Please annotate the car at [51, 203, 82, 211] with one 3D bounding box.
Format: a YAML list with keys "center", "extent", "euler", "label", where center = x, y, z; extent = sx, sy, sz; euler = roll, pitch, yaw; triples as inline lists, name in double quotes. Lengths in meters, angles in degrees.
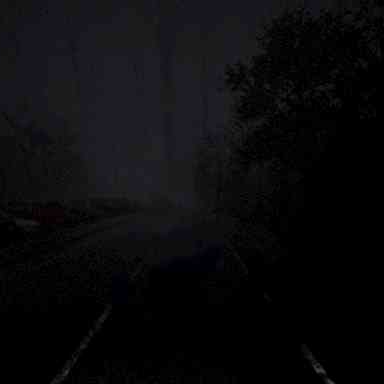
- center: [-23.279, 2.760, 62.019]
  extent: [5.008, 1.535, 2.097]
  euler: [0, -2, 0]
  label: "car"

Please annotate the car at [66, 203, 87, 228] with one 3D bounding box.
- center: [-10.292, 1.766, 23.056]
  extent: [5.008, 1.535, 2.097]
  euler: [0, -1, 0]
  label: "car"

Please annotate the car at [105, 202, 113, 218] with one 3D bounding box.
- center: [-10.272, 1.939, 31.383]
  extent: [4.674, 1.452, 2.002]
  euler: [0, -1, 0]
  label: "car"

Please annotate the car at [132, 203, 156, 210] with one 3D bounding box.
- center: [-10.158, 3.054, 70.212]
  extent: [4.792, 1.488, 2.163]
  euler: [0, -2, 0]
  label: "car"

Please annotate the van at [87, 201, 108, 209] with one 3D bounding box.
- center: [-23.135, 3.159, 81.423]
  extent: [4.442, 1.987, 1.878]
  euler: [0, -2, 0]
  label: "van"

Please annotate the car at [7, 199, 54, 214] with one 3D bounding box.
- center: [-23.286, 2.061, 48.058]
  extent: [5.566, 2.045, 2.435]
  euler: [0, -2, 0]
  label: "car"

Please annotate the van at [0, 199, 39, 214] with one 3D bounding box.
- center: [-23.437, 1.998, 45.289]
  extent: [4.442, 1.987, 1.878]
  euler: [0, -2, 0]
  label: "van"

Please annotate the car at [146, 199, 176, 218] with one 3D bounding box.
- center: [-3.290, 1.768, 36.493]
  extent: [2.150, 2.045, 5.566]
  euler: [0, -1, 0]
  label: "car"

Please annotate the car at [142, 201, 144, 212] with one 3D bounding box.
- center: [-10.197, 2.277, 50.794]
  extent: [4.553, 1.767, 2.185]
  euler: [0, -2, 0]
  label: "car"

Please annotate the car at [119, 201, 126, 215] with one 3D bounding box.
- center: [-10.287, 2.017, 36.941]
  extent: [4.792, 1.488, 2.163]
  euler: [0, -1, 0]
  label: "car"

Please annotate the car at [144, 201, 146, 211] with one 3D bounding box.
- center: [-10.191, 2.366, 53.569]
  extent: [4.553, 1.767, 2.185]
  euler: [0, -2, 0]
  label: "car"

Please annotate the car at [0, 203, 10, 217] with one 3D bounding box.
- center: [-23.342, 1.989, 37.119]
  extent: [5.008, 1.535, 2.097]
  euler: [0, -1, 0]
  label: "car"

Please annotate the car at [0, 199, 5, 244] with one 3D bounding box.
- center: [-10.282, 1.338, 11.957]
  extent: [5.566, 2.045, 2.435]
  euler: [0, -1, 0]
  label: "car"

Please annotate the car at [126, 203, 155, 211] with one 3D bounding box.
- center: [-10.014, 2.844, 64.663]
  extent: [5.366, 1.575, 1.946]
  euler: [0, -2, 0]
  label: "car"

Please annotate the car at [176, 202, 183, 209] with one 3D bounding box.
- center: [-3.189, 3.140, 78.095]
  extent: [1.812, 1.442, 4.674]
  euler: [0, -2, 0]
  label: "car"

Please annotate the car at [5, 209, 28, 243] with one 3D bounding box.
- center: [-10.334, 1.663, 14.729]
  extent: [4.792, 1.488, 2.163]
  euler: [0, -1, 0]
  label: "car"

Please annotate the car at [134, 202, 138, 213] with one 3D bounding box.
- center: [-10.243, 2.264, 45.239]
  extent: [4.674, 1.452, 2.002]
  euler: [0, -2, 0]
  label: "car"

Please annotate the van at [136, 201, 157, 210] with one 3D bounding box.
- center: [-10.292, 2.977, 75.770]
  extent: [4.442, 1.987, 1.878]
  euler: [0, -2, 0]
  label: "van"

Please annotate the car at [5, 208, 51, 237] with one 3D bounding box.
- center: [-10.301, 1.717, 17.504]
  extent: [4.674, 1.452, 2.002]
  euler: [0, -1, 0]
  label: "car"

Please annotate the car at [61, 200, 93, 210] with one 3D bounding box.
- center: [-23.245, 2.687, 67.565]
  extent: [5.566, 2.045, 2.435]
  euler: [0, -2, 0]
  label: "car"

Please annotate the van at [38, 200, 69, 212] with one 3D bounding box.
- center: [-23.413, 2.353, 56.364]
  extent: [4.442, 1.987, 1.878]
  euler: [0, -2, 0]
  label: "van"

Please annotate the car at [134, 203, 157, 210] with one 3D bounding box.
- center: [-10.152, 3.143, 72.987]
  extent: [4.792, 1.488, 2.163]
  euler: [0, -2, 0]
  label: "car"

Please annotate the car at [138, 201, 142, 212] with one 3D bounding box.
- center: [-10.229, 2.313, 48.015]
  extent: [5.008, 1.535, 2.097]
  euler: [0, -2, 0]
  label: "car"

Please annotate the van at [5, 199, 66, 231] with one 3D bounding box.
- center: [-10.410, 1.496, 20.284]
  extent: [4.442, 1.987, 1.878]
  euler: [0, -1, 0]
  label: "van"

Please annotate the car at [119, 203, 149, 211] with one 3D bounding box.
- center: [-10.205, 2.670, 59.114]
  extent: [4.892, 1.521, 2.231]
  euler: [0, -2, 0]
  label: "car"

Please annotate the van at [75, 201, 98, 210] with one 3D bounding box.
- center: [-23.144, 2.890, 73.101]
  extent: [4.442, 1.987, 1.878]
  euler: [0, -2, 0]
  label: "van"

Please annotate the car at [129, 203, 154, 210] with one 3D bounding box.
- center: [-10.164, 2.965, 67.438]
  extent: [4.792, 1.488, 2.163]
  euler: [0, -2, 0]
  label: "car"

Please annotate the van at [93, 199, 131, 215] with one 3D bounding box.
- center: [-10.129, 1.910, 42.473]
  extent: [4.442, 1.987, 1.878]
  euler: [0, -2, 0]
  label: "van"

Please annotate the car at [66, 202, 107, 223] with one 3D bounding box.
- center: [-10.245, 1.884, 28.606]
  extent: [4.792, 1.488, 2.163]
  euler: [0, -1, 0]
  label: "car"

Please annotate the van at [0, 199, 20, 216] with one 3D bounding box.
- center: [-23.215, 1.820, 39.743]
  extent: [4.442, 1.987, 1.878]
  euler: [0, -1, 0]
  label: "van"

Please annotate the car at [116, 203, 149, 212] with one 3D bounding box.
- center: [-10.031, 2.577, 56.339]
  extent: [5.366, 1.575, 1.946]
  euler: [0, -2, 0]
  label: "car"

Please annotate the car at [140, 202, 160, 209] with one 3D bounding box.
- center: [-10.195, 3.257, 81.314]
  extent: [4.553, 1.767, 2.185]
  euler: [0, -2, 0]
  label: "car"

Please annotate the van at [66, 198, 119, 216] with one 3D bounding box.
- center: [-10.147, 1.717, 34.163]
  extent: [4.442, 1.987, 1.878]
  euler: [0, -1, 0]
  label: "van"

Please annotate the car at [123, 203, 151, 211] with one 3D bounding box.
- center: [-10.211, 2.759, 61.889]
  extent: [4.892, 1.521, 2.231]
  euler: [0, -2, 0]
  label: "car"

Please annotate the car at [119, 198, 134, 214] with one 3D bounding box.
- center: [-10.280, 1.795, 39.699]
  extent: [5.566, 2.045, 2.435]
  euler: [0, -2, 0]
  label: "car"

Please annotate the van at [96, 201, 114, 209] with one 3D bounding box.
- center: [-23.343, 3.456, 89.582]
  extent: [4.442, 1.987, 1.878]
  euler: [0, -2, 0]
  label: "van"

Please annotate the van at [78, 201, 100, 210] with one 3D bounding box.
- center: [-23.372, 2.978, 75.871]
  extent: [4.442, 1.987, 1.878]
  euler: [0, -2, 0]
  label: "van"

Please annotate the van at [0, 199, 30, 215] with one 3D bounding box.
- center: [-23.442, 1.913, 42.645]
  extent: [4.442, 1.987, 1.878]
  euler: [0, -2, 0]
  label: "van"

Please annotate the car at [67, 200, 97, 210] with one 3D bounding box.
- center: [-23.239, 2.775, 70.334]
  extent: [5.566, 2.045, 2.435]
  euler: [0, -2, 0]
  label: "car"
